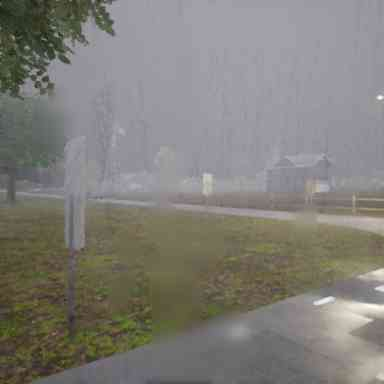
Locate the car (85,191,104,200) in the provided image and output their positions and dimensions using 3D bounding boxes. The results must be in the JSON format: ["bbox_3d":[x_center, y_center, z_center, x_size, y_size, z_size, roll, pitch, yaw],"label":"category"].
[{"bbox_3d":[-15.808,0.568,53.180,2.033,1.411,5.357,0,0,-36],"label":"car"}]
